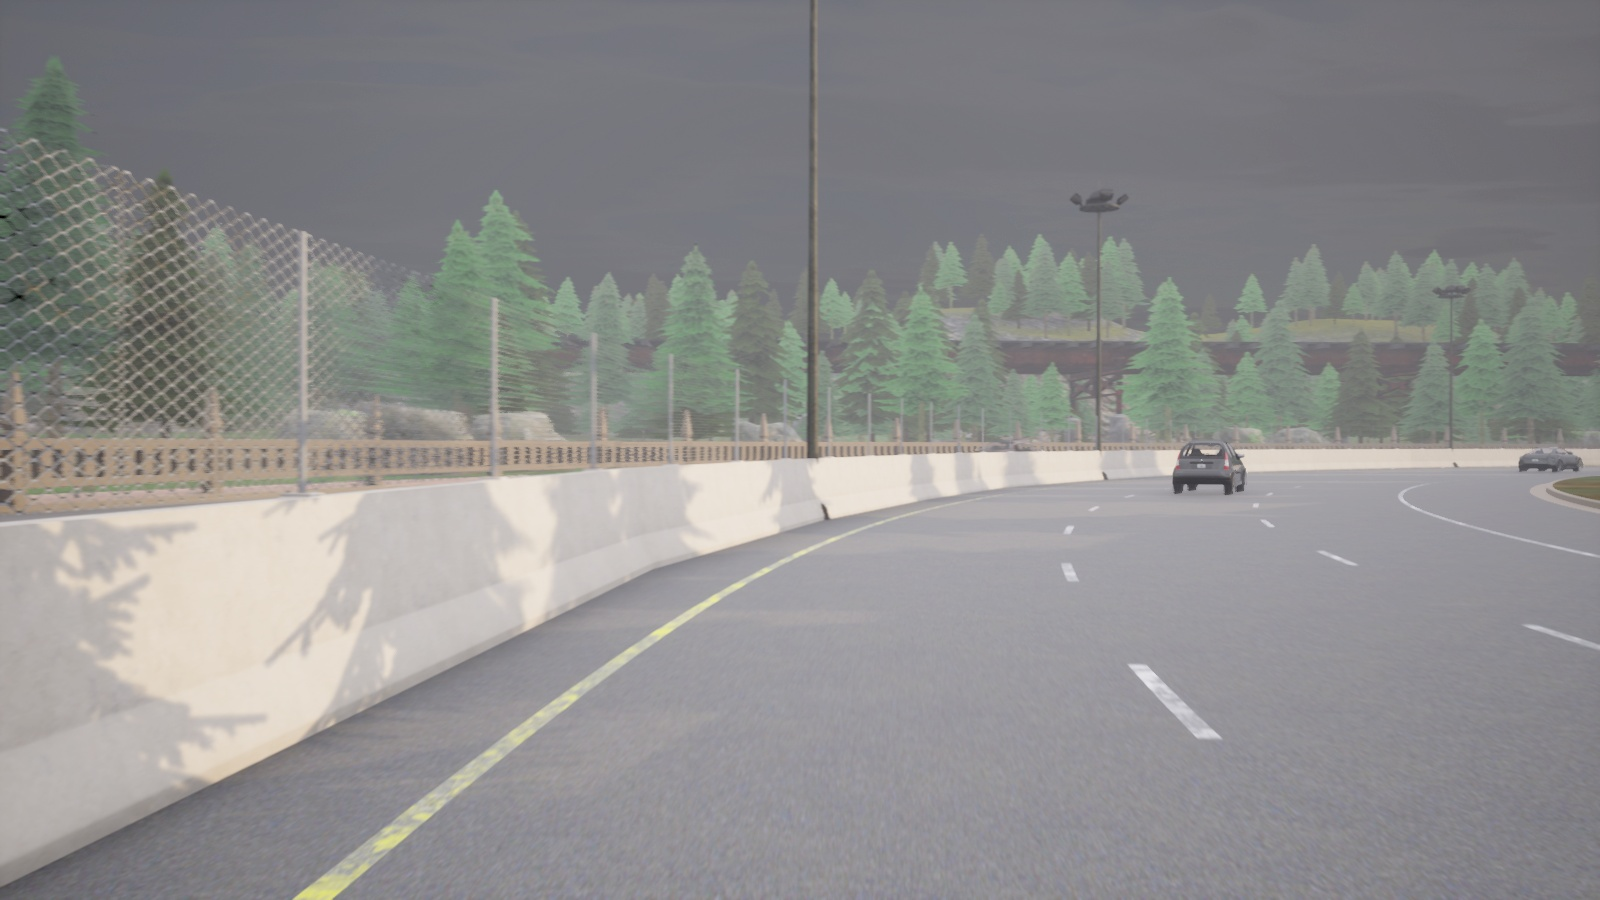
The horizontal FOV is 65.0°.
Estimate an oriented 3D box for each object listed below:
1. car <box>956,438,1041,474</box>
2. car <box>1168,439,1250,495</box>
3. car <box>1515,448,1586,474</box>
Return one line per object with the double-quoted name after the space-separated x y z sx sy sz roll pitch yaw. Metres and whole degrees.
9.645 0.288 60.886 2.242 1.667 4.611 0 0 36 "car"
12.634 0.479 38.637 1.851 1.617 3.988 0 0 26 "car"
40.870 0.591 68.372 4.181 1.385 1.994 0 0 -39 "car"
